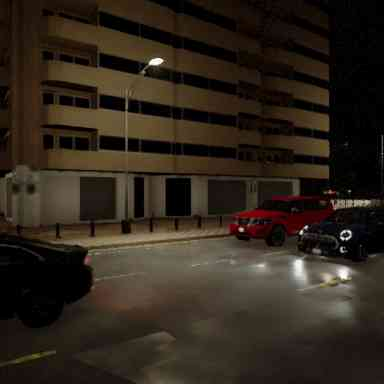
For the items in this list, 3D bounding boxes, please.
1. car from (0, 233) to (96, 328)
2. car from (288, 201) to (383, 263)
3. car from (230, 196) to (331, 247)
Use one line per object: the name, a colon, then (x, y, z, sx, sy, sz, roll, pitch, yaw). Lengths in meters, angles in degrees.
car: (-4.122, 1.491, 5.449, 4.902, 1.511, 2.128, 0, 0, -34)
car: (5.956, 1.350, 12.125, 4.553, 1.767, 2.097, 0, 0, -33)
car: (4.344, 1.223, 15.253, 5.566, 2.045, 2.150, 0, 0, -33)
